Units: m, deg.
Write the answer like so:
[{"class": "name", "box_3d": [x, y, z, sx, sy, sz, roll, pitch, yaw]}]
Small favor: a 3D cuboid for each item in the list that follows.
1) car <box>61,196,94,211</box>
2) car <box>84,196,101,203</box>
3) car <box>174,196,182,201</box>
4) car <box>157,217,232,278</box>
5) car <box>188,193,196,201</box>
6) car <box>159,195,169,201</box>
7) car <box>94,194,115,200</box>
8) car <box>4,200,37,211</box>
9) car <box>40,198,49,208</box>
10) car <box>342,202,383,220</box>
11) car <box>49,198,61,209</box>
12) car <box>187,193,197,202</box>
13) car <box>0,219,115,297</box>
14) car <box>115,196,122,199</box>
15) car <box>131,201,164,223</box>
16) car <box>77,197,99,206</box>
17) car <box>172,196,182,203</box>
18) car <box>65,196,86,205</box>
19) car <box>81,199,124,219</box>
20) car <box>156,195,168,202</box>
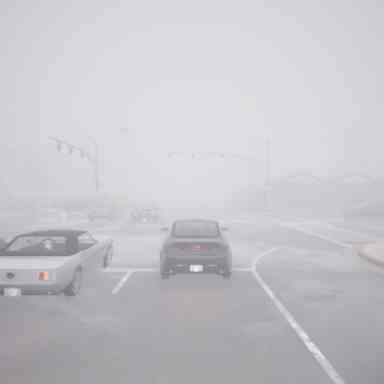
[{"class": "car", "box_3d": [-14.051, 1.524, 41.128, 1.882, 1.535, 5.008, 0, 0, -1]}, {"class": "car", "box_3d": [-21.005, 1.612, 70.699, 2.033, 1.411, 5.357, 0, 0, 0]}, {"class": "car", "box_3d": [-3.505, 1.571, 83.548, 1.895, 1.301, 4.718, 0, 0, 0]}, {"class": "car", "box_3d": [0.099, 1.524, 10.199, 1.837, 1.490, 4.892, 0, 0, 0]}, {"class": "car", "box_3d": [-0.005, 1.314, 85.871, 2.150, 2.045, 5.566, 0, 0, 1]}, {"class": "car", "box_3d": [-7.006, 1.501, 83.518, 2.128, 1.511, 4.902, 0, 0, 0]}, {"class": "car", "box_3d": [-14.030, 1.278, 51.066, 2.150, 2.045, 5.566, 0, 0, 0]}, {"class": "car", "box_3d": [-21.084, 1.647, 41.012, 1.895, 1.301, 4.718, 0, 0, 0]}, {"class": "car", "box_3d": [-21.024, 1.581, 49.957, 1.812, 1.442, 4.674, 0, 0, 0]}, {"class": "car", "box_3d": [15.204, 1.561, 28.165, 4.674, 1.442, 1.812, 0, 0, 2]}, {"class": "car", "box_3d": [-17.562, 1.543, 46.446, 2.128, 1.511, 4.902, 0, 0, 0]}, {"class": "car", "box_3d": [-0.005, 1.605, 75.615, 2.128, 1.511, 4.902, 0, 0, 0]}, {"class": "car", "box_3d": [-3.399, 1.618, 8.551, 1.895, 1.301, 4.718, 0, 0, 0]}, {"class": "car", "box_3d": [-14.004, 1.570, 61.198, 1.837, 1.490, 4.892, 0, 0, 0]}, {"class": "car", "box_3d": [-3.403, 1.633, 25.752, 1.895, 1.301, 4.718, 0, 0, 0]}, {"class": "car", "box_3d": [-17.504, 1.552, 56.243, 2.128, 1.511, 4.902, 0, 0, 0]}, {"class": "car", "box_3d": [-3.505, 1.599, 74.348, 1.812, 1.442, 4.674, 0, 0, 0]}, {"class": "car", "box_3d": [-21.004, 1.556, 60.303, 2.128, 1.511, 4.902, 0, 0, 0]}, {"class": "car", "box_3d": [-6.901, 1.581, 26.969, 2.033, 1.411, 5.357, 0, 0, 0]}, {"class": "car", "box_3d": [-7.005, 1.599, 74.348, 1.812, 1.442, 4.674, 0, 0, 0]}]
